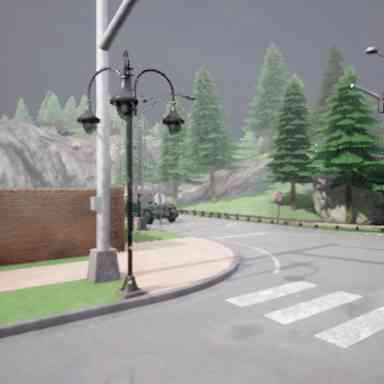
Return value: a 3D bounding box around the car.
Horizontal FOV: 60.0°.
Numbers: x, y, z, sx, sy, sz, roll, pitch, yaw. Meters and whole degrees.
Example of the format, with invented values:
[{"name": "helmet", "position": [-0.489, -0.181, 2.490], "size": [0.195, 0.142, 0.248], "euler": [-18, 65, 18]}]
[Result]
[{"name": "car", "position": [-3.200, 1.177, 25.039], "size": [2.150, 2.045, 5.566], "euler": [0, 0, -34]}]
